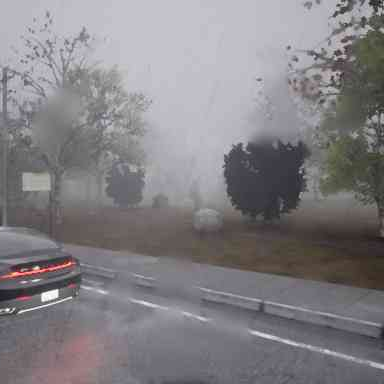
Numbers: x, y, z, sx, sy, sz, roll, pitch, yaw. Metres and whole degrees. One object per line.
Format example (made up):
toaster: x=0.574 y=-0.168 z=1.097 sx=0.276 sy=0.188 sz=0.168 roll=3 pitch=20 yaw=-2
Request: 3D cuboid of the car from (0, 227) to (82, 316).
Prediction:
car: x=-4.342 y=1.505 z=7.087 sx=4.892 sy=1.490 sz=1.837 roll=0 pitch=0 yaw=37
